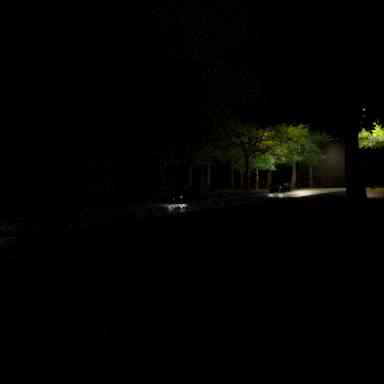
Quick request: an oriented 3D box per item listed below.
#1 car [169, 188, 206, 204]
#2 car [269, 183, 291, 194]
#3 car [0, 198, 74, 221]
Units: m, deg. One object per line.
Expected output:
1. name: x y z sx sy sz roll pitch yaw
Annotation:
1. car: -0.357 0.363 34.294 1.812 1.442 4.674 -1 2 38
2. car: 14.046 -0.688 52.896 2.097 1.767 4.553 -1 2 38
3. car: -10.378 1.072 21.813 1.895 1.301 4.718 0 2 42
